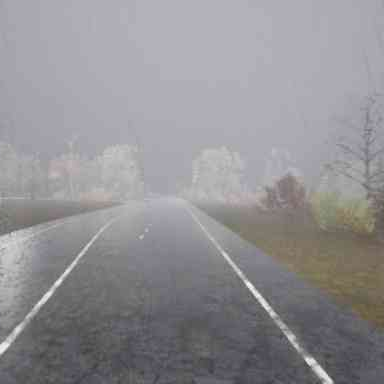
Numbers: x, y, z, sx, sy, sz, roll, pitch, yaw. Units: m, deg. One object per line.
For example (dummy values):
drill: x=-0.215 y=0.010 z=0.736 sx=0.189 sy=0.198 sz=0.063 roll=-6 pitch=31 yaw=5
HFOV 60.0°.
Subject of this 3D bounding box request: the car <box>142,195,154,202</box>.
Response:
car: x=-11.151 y=1.828 z=81.118 sx=2.033 sy=1.411 sz=5.357 roll=0 pitch=0 yaw=-3
